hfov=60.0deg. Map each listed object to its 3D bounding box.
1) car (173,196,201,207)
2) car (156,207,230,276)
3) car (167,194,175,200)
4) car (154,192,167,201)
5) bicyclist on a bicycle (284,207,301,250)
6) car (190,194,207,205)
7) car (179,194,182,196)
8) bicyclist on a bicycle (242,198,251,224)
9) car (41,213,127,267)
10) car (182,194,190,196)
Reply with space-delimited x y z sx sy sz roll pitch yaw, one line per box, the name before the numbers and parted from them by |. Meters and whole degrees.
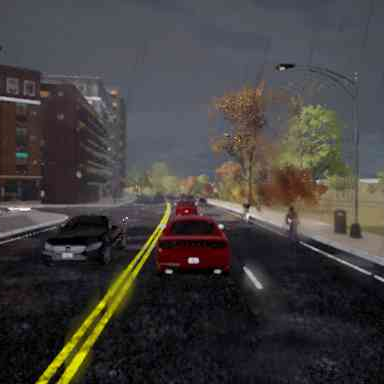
car | -0.516 1.388 28.933 1.882 1.535 5.008 0 0 -2
car | 0.006 1.447 10.282 1.882 1.535 5.008 0 0 -1
car | -5.316 1.241 85.900 2.033 1.411 5.357 0 0 -7
car | -7.466 0.971 76.380 2.150 2.045 5.566 0 0 -6
bicyclist on a bicycle | 4.004 1.413 13.256 0.582 1.620 1.656 0 0 -1
car | 1.304 1.319 53.213 2.128 1.511 4.902 0 0 -4
car | -2.400 1.191 88.757 1.837 1.490 4.892 0 0 -8
bicyclist on a bicycle | 3.748 1.299 23.148 0.659 1.776 1.843 0 0 -2
car | -3.453 1.492 11.477 1.812 1.442 4.674 0 0 -1
car | -0.512 1.233 72.534 1.882 1.535 5.008 0 0 -6
